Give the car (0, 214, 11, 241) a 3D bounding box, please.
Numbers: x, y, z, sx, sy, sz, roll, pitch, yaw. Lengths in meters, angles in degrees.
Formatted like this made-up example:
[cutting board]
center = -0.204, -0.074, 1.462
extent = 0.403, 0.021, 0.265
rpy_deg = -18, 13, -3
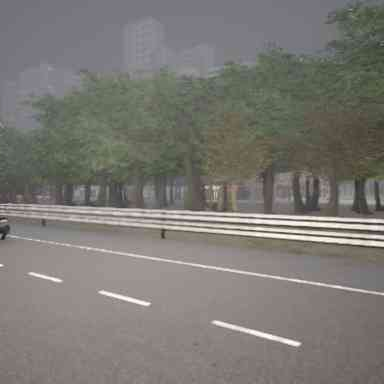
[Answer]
[car]
center = -10.422, 1.493, 15.621
extent = 4.902, 1.511, 2.128
rpy_deg = 0, 0, 36
